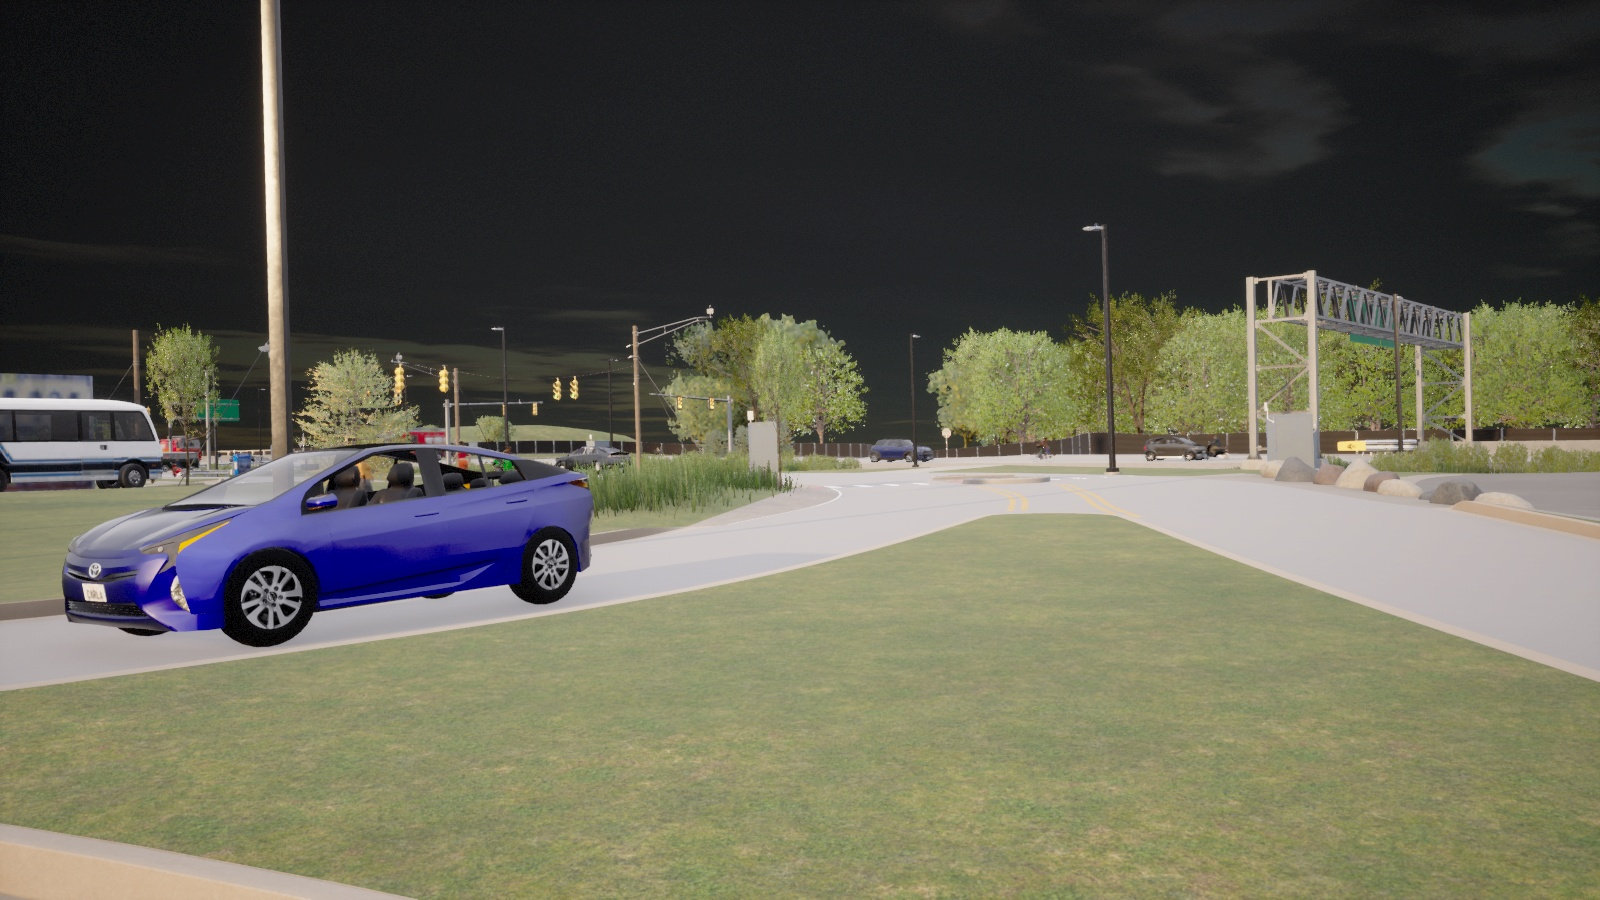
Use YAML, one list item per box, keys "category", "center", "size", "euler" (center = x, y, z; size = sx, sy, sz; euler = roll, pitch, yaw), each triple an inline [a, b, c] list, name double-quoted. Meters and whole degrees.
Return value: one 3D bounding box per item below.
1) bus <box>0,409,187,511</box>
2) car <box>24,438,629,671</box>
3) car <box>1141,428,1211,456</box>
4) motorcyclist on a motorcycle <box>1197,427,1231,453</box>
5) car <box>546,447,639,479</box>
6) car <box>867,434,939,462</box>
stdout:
- category: "bus"
  center: [-33.483, 0.456, 55.898]
  size: [3.944, 4.253, 10.273]
  euler: [-4, -1, 41]
- category: "car"
  center: [-3.811, 0.737, 10.917]
  size: [2.007, 1.525, 4.514]
  euler: [-3, -1, 35]
- category: "car"
  center: [23.290, -0.491, 77.892]
  size: [3.705, 1.549, 1.789]
  euler: [-2, 0, 41]
- category: "motorcyclist on a motorcycle"
  center: [26.346, -0.621, 79.868]
  size: [1.817, 1.590, 0.866]
  euler: [-2, 0, 41]
- category: "car"
  center: [-10.972, 0.716, 66.253]
  size: [4.902, 1.511, 2.128]
  euler: [-2, 0, 41]
- category: "car"
  center: [7.136, -0.130, 87.347]
  size: [4.553, 1.767, 2.097]
  euler: [-2, 0, 41]
